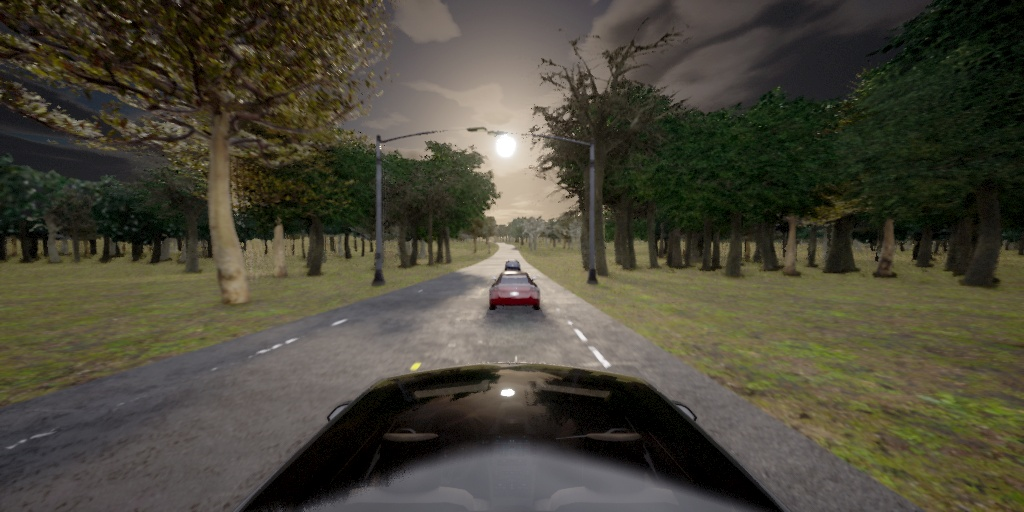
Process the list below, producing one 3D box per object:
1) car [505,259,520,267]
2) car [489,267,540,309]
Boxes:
[{"bbox_3d":[0.085,1.124,47.892,1.994,1.385,4.181,0,1,0],"label":"car"},{"bbox_3d":[0.095,1.337,15.070,1.994,1.385,4.181,0,0,0],"label":"car"}]
